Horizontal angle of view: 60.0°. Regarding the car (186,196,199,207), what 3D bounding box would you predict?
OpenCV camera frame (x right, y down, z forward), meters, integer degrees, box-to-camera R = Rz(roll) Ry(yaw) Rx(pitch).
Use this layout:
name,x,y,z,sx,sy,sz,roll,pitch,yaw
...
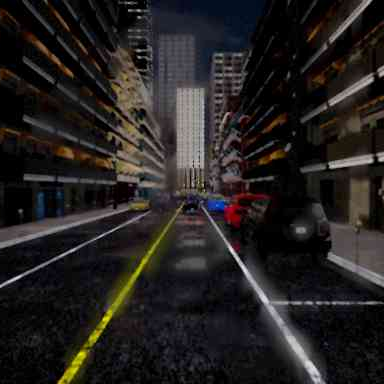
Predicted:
name,x,y,z,sx,sy,sz,roll,pitch,yaw
car,0.069,1.339,48.746,1.812,1.442,4.674,0,0,0

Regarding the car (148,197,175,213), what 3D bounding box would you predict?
name,x,y,z,sx,sy,sz,roll,pitch,yaw
car,-3.089,1.466,34.617,1.895,1.301,4.718,0,0,0

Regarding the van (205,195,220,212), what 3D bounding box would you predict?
name,x,y,z,sx,sy,sz,roll,pitch,yaw
van,2.684,1.198,36.793,1.690,1.788,3.998,-1,0,0

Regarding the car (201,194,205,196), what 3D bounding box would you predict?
name,x,y,z,sx,sy,sz,roll,pitch,yaw
car,2.688,1.328,58.886,2.008,1.369,4.403,-1,0,0

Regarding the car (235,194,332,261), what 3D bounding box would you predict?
name,x,y,z,sx,sy,sz,roll,pitch,yaw
car,3.107,1.178,12.155,2.150,2.045,5.566,0,0,0

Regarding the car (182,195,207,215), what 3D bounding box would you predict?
name,x,y,z,sx,sy,sz,roll,pitch,yaw
car,0.048,1.364,32.698,2.128,1.511,4.902,0,0,0

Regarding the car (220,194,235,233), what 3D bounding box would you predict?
name,x,y,z,sx,sy,sz,roll,pitch,yaw
car,3.108,1.144,19.155,2.150,2.045,5.566,0,0,0

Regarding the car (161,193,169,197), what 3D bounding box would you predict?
name,x,y,z,sx,sy,sz,roll,pitch,yaw
car,-5.693,1.323,58.900,1.887,1.381,4.507,-1,0,0

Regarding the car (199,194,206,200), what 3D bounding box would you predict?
name,x,y,z,sx,sy,sz,roll,pitch,yaw
car,2.690,1.209,86.674,1.752,1.417,4.829,-1,0,0

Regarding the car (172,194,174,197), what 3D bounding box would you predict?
name,x,y,z,sx,sy,sz,roll,pitch,yaw
car,-5.693,1.161,75.470,1.967,1.590,4.097,-1,0,0

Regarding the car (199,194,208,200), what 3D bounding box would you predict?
name,x,y,z,sx,sy,sz,roll,pitch,yaw
car,2.689,1.253,80.980,2.008,1.369,4.403,-1,0,0

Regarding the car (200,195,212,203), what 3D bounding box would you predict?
name,x,y,z,sx,sy,sz,roll,pitch,yaw
car,2.688,1.309,64.409,2.008,1.369,4.403,-1,0,0

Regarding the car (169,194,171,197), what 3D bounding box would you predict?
name,x,y,z,sx,sy,sz,roll,pitch,yaw
car,-5.693,1.304,64.424,1.887,1.381,4.507,-1,0,0

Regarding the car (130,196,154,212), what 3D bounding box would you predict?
name,x,y,z,sx,sy,sz,roll,pitch,yaw
car,-5.696,1.384,36.636,1.752,1.417,4.829,0,0,0

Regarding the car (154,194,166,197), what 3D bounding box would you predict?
name,x,y,z,sx,sy,sz,roll,pitch,yaw
car,-5.693,1.364,53.376,1.947,1.339,4.313,-1,0,0
